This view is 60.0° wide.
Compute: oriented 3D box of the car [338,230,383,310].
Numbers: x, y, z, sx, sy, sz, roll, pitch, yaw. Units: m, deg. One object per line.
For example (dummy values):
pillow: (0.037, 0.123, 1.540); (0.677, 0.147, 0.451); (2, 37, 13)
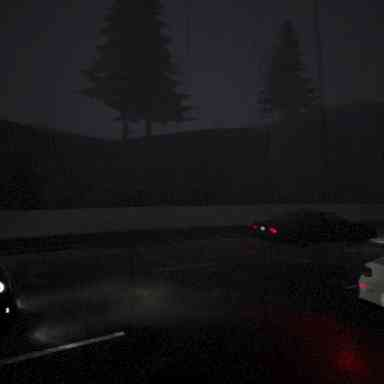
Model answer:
car: (5.154, 1.504, 6.110); (4.674, 1.442, 1.812); (0, 0, -25)

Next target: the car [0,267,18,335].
car: (-4.852, 1.316, 4.307); (4.553, 1.767, 2.097); (0, 1, -37)

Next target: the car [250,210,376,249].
car: (5.130, 1.485, 13.923); (5.357, 1.411, 2.033); (0, 0, -20)
